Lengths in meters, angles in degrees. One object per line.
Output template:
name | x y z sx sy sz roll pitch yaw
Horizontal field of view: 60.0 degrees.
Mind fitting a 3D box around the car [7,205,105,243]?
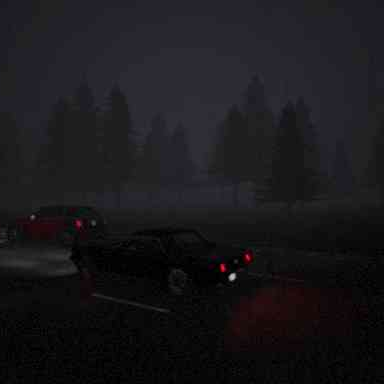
car | -6.180 1.386 15.187 4.553 1.767 2.097 0 0 24

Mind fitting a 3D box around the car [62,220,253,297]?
car | -0.966 1.604 8.563 4.718 1.301 1.895 0 0 32
